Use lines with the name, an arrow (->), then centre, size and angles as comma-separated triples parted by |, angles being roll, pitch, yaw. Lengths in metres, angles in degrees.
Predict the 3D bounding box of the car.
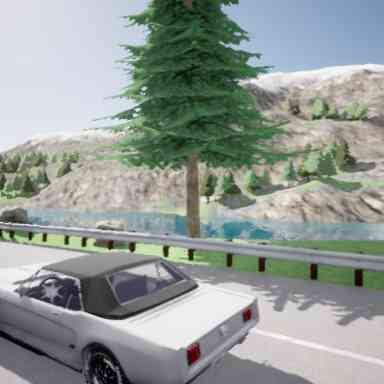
car -> -1.541, 1.597, 4.974 | 4.718, 1.301, 1.895 | 0, 0, 34
